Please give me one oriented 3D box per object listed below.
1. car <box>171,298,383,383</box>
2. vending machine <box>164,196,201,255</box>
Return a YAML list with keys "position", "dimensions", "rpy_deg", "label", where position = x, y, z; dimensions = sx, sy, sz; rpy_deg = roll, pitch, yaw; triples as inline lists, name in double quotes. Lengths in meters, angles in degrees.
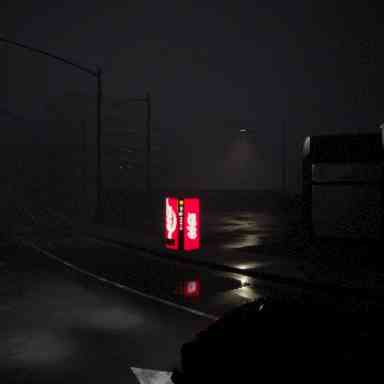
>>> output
- position: [2.145, 1.599, 2.493]
  dimensions: [4.718, 1.301, 1.895]
  rpy_deg: [0, 0, 36]
  label: "car"
- position: [-0.354, 1.195, 12.567]
  dimensions: [1.100, 2.100, 0.880]
  rpy_deg: [0, 0, -40]
  label: "vending machine"
